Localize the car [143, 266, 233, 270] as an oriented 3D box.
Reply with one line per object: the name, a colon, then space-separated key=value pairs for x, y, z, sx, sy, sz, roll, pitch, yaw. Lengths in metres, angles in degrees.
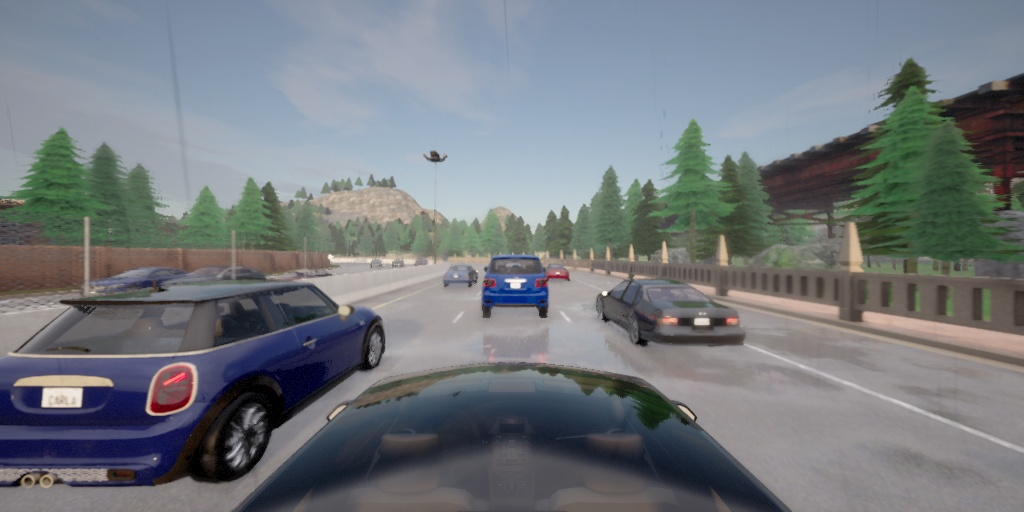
car: x=-14.097 y=1.233 z=17.273 sx=2.128 sy=1.511 sz=4.902 roll=0 pitch=0 yaw=0

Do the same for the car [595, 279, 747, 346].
car: x=3.603 y=1.294 z=9.310 sx=2.033 sy=1.411 sz=5.357 roll=0 pitch=0 yaw=0

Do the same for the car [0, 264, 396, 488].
car: x=-3.410 y=1.099 z=4.851 sx=2.097 sy=1.767 sz=4.553 roll=0 pitch=0 yaw=0

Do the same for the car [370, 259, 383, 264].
car: x=-22.021 y=1.245 z=58.441 sx=1.812 sy=1.442 sz=4.674 roll=0 pitch=0 yaw=-17

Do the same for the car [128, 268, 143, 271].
car: x=-17.596 y=1.267 z=17.340 sx=1.812 sy=1.442 sz=4.674 roll=0 pitch=0 yaw=0

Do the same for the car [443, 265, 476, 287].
car: x=-3.387 y=1.285 z=24.239 sx=2.033 sy=1.411 sz=5.357 roll=0 pitch=0 yaw=0

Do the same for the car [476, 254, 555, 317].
car: x=0.107 y=0.965 z=13.294 sx=2.150 sy=2.045 sz=5.566 roll=0 pitch=0 yaw=0

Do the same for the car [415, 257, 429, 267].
car: x=-13.848 y=1.073 z=55.463 sx=2.097 sy=1.767 sz=4.553 roll=0 pitch=0 yaw=-14

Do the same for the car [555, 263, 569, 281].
car: x=3.572 y=1.299 z=30.157 sx=1.994 sy=1.385 sz=4.181 roll=0 pitch=0 yaw=-1

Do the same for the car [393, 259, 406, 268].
car: x=-18.351 y=1.211 z=58.445 sx=2.128 sy=1.511 sz=4.902 roll=0 pitch=0 yaw=-16
